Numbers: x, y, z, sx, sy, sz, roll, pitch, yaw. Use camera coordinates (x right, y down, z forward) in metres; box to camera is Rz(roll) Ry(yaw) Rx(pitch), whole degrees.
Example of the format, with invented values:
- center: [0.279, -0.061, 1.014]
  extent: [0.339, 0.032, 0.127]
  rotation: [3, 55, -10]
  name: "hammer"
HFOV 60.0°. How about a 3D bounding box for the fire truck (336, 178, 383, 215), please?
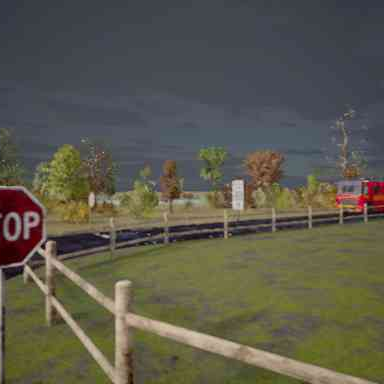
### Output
- center: [19.371, 0.417, 36.701]
  extent: [8.468, 3.827, 2.891]
  rotation: [0, 0, -37]
  name: "fire truck"
